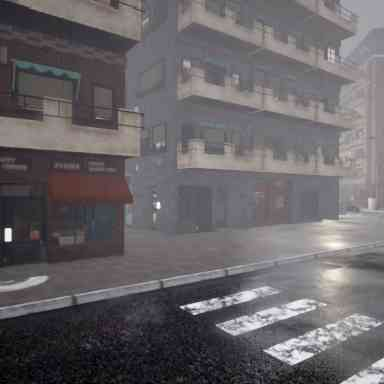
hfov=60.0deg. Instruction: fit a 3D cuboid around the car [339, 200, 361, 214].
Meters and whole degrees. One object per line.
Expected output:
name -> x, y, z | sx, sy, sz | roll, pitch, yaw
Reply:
car -> 18.052, 1.699, 38.998 | 1.837, 1.490, 4.892 | 0, 0, 5
